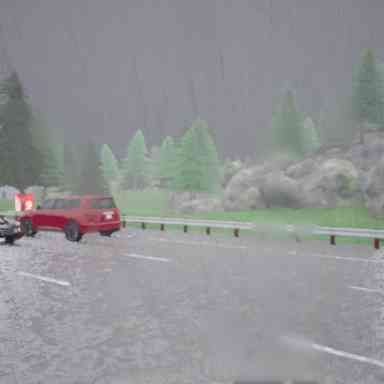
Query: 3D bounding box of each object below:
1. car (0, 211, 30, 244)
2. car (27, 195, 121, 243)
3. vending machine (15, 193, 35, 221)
[{"bbox_3d":[-9.292,1.579,14.112,4.718,1.301,1.895,0,0,31],"label":"car"},{"bbox_3d":[-5.972,1.182,16.180,5.566,2.045,2.150,0,0,32],"label":"car"},{"bbox_3d":[-13.090,1.144,26.071,0.880,2.100,1.100,0,0,29],"label":"vending machine"}]
